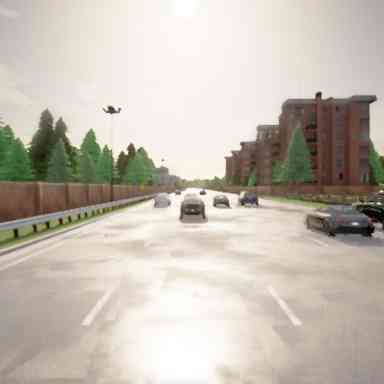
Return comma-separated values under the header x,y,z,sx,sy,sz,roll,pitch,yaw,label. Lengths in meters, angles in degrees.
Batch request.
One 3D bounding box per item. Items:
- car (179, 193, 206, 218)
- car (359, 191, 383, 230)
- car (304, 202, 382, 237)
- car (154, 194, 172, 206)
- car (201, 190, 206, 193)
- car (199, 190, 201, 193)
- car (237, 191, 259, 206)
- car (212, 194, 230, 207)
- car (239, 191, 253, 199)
x,y,z,sx,sy,sz,roll,pitch,yaw,label
0.049,1.113,25.746,1.882,1.535,5.008,0,1,0,car
10.564,0.961,17.781,2.150,2.045,5.566,0,1,0,car
7.068,1.324,16.421,1.994,1.385,4.181,0,1,0,car
-3.571,0.945,41.242,1.812,1.442,4.674,0,1,0,car
2.976,0.167,92.746,1.882,1.535,5.008,0,1,0,car
-0.110,0.844,44.871,1.882,1.535,5.008,0,1,0,car
6.918,0.759,41.481,2.097,1.767,4.553,0,1,0,car
3.415,0.985,39.640,2.033,1.411,5.357,0,1,0,car
10.207,0.572,63.581,1.882,1.535,5.008,0,1,0,car
